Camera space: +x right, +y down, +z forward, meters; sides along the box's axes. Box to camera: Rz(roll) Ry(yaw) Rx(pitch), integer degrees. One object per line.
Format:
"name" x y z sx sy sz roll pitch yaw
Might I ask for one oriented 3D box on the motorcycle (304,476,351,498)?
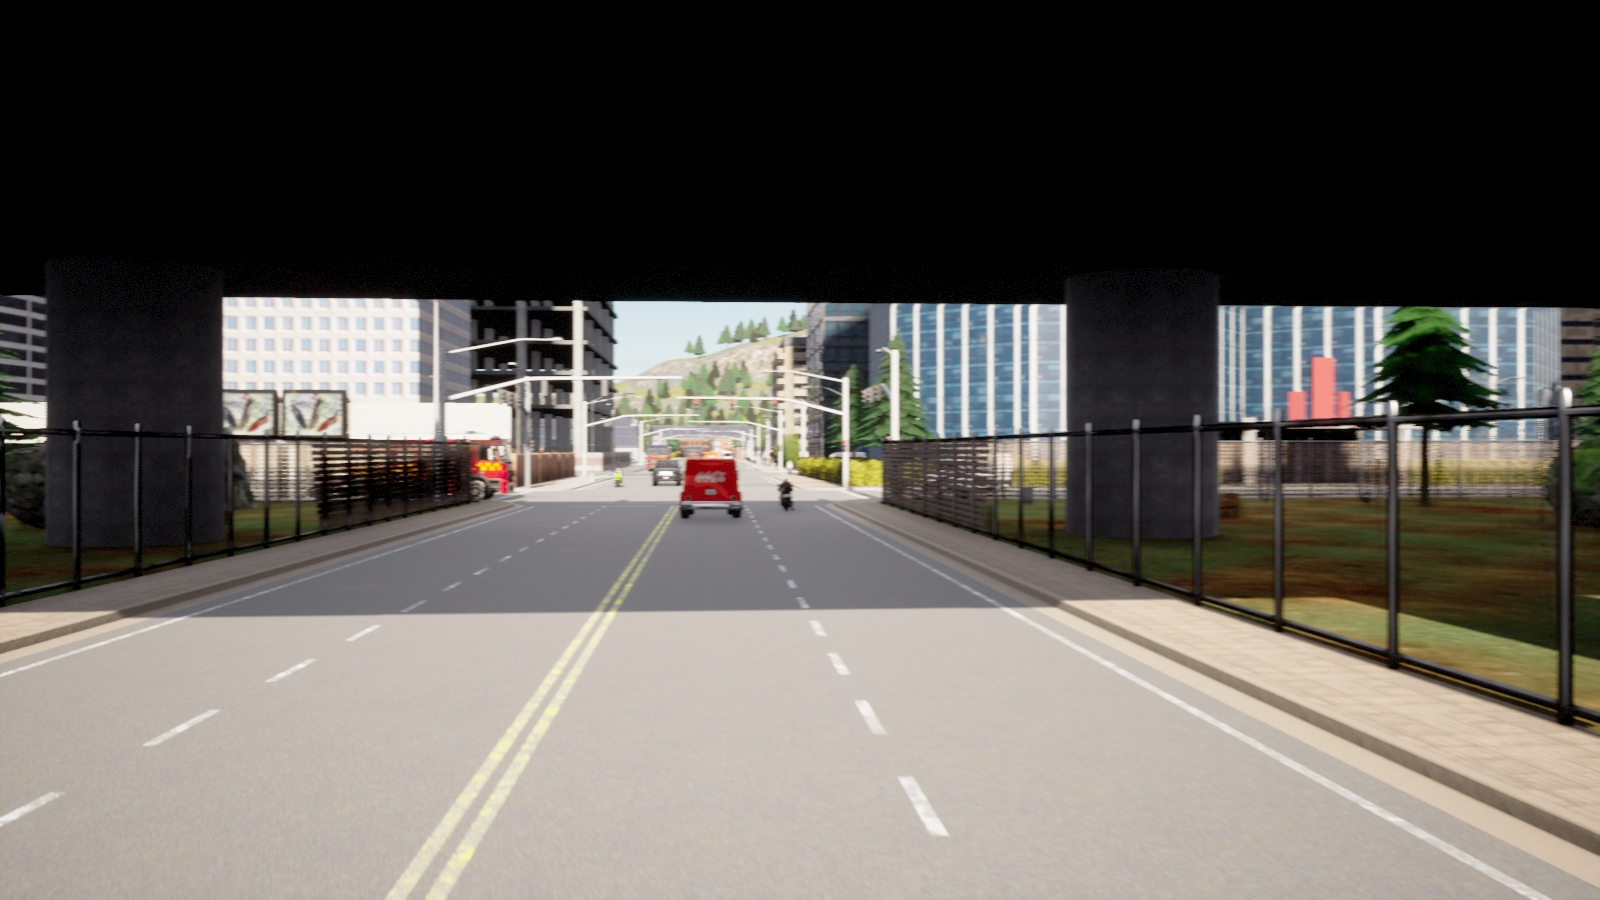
"motorcycle" -27.349 2.146 66.149 2.356 1.277 0.764 0 0 -4

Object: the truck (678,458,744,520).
"truck" -3.764 1.573 48.239 2.627 2.467 5.204 0 0 -5

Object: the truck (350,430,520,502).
"truck" -19.972 0.861 62.942 8.468 3.827 2.891 0 0 -4

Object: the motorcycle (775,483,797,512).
"motorcycle" -0.645 2.207 52.948 0.867 1.251 2.209 0 0 -4
